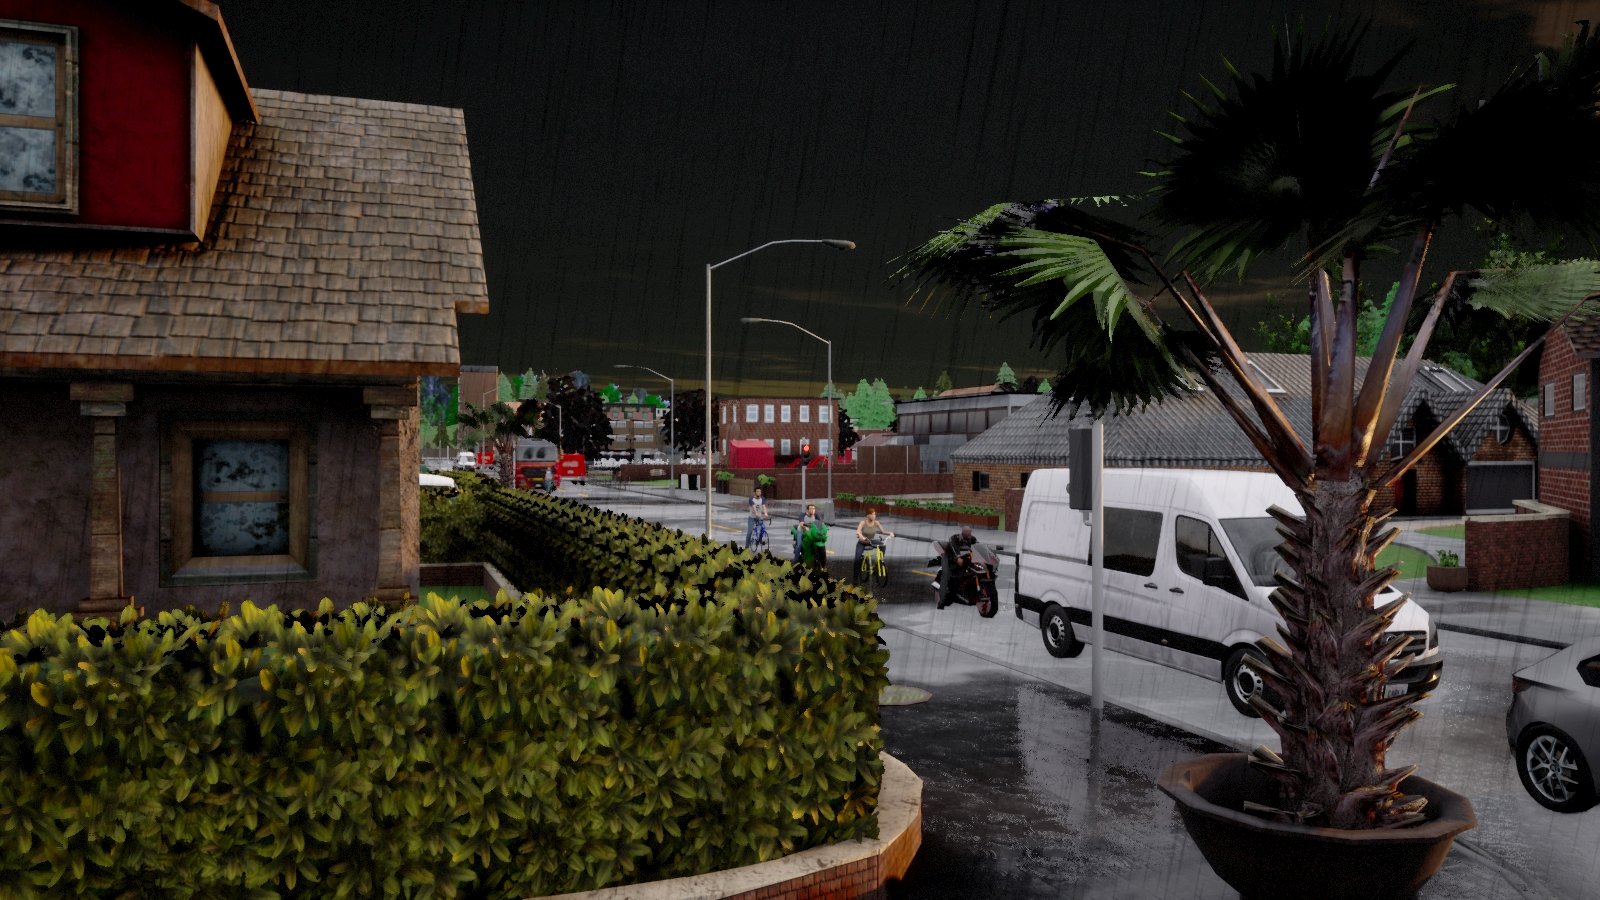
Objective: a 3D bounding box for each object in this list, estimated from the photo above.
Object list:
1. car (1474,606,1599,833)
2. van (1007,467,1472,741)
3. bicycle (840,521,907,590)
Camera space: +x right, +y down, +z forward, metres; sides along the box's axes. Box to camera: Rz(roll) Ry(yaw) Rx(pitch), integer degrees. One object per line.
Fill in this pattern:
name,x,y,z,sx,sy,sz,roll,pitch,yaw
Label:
car,6.934,2.069,7.650,1.816,1.474,4.193,0,0,-12
van,4.966,1.538,14.186,1.988,2.561,5.915,0,0,-20
bicycle,1.505,2.162,23.648,0.859,1.276,1.487,0,0,-19
